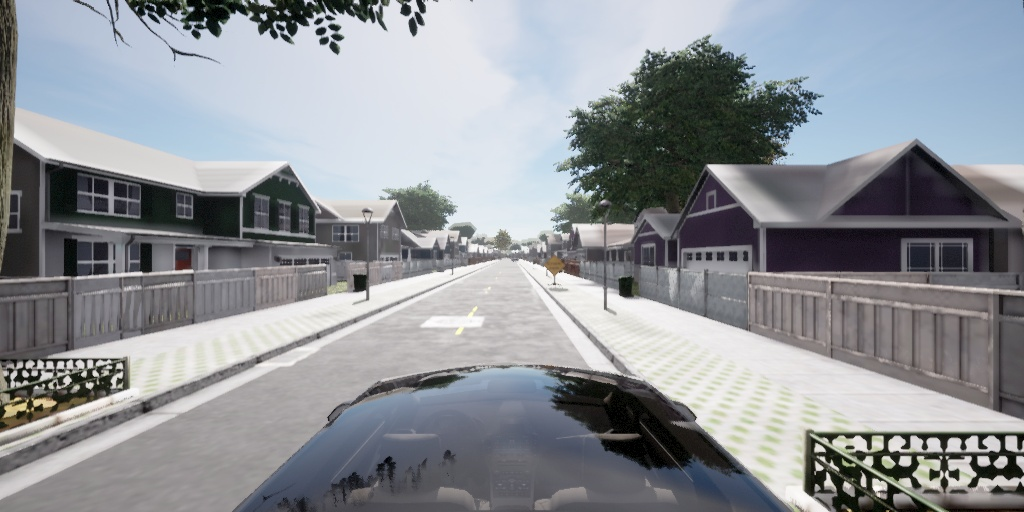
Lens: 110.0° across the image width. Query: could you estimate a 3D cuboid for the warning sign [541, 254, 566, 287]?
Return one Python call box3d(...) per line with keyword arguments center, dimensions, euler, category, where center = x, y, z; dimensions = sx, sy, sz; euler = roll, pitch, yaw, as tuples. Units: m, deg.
box3d(center=(2.517, 0.845, 21.243), dimensions=(1.300, 1.860, 1.060), euler=(0, 0, 0), category="warning sign")
